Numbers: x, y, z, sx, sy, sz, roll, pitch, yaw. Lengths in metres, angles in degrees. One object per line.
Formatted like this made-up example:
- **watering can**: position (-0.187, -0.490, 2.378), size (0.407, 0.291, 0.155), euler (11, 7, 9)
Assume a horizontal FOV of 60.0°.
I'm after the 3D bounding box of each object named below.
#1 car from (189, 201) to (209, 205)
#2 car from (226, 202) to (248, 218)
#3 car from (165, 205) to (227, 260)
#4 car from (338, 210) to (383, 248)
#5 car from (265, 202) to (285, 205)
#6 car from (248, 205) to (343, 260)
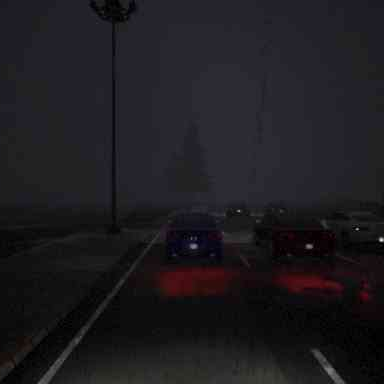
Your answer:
- **car**: position (0.624, 1.552, 30.611), size (1.812, 1.442, 4.674), euler (0, 0, 3)
- **car**: position (4.098, 1.590, 30.057), size (1.994, 1.385, 4.181), euler (0, 0, 3)
- **car**: position (0.061, 1.488, 12.535), size (1.882, 1.535, 5.008), euler (0, 0, 0)
- **car**: position (7.055, 1.538, 14.701), size (1.812, 1.442, 4.674), euler (0, 0, 0)
- **car**: position (7.605, 1.590, 30.142), size (1.994, 1.385, 4.181), euler (0, 0, 3)
- **car**: position (3.560, 1.488, 12.534), size (1.882, 1.535, 5.008), euler (0, 0, 0)
